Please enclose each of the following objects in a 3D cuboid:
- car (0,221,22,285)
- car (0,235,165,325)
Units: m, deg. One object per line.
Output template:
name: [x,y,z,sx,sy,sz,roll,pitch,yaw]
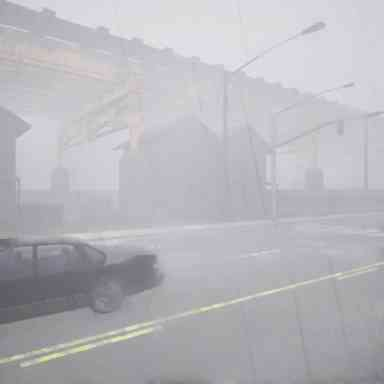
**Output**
car: [-6.541,1.564,7.915,4.181,1.385,1.994,0,0,-35]
car: [-3.136,1.547,6.046,5.357,1.411,2.033,0,0,-35]
